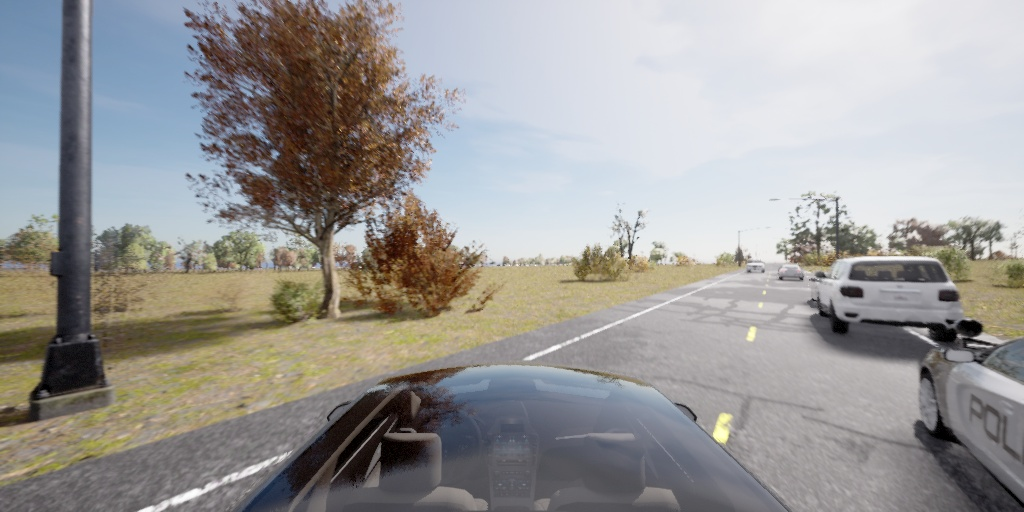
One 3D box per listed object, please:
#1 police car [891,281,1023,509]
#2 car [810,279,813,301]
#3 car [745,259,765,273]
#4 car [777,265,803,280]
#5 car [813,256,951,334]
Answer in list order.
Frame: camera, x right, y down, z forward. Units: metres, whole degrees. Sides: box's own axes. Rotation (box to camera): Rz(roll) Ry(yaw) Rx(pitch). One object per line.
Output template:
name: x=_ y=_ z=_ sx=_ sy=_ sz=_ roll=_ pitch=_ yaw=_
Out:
police car: x=4.508 y=1.168 z=2.266 sx=1.930 sy=1.638 sz=5.238 roll=-1 pitch=-1 yaw=36
car: x=13.886 y=1.390 z=15.095 sx=1.812 sy=1.442 sz=4.674 roll=-1 pitch=-1 yaw=36
car: x=36.544 y=1.467 z=53.812 sx=2.150 sy=2.045 sz=5.566 roll=-1 pitch=-1 yaw=36
car: x=27.173 y=1.580 z=34.971 sx=1.812 sy=1.442 sz=4.674 roll=-1 pitch=-1 yaw=37
car: x=10.362 y=1.043 z=10.278 sx=2.150 sy=2.045 sz=5.566 roll=-1 pitch=-1 yaw=36
